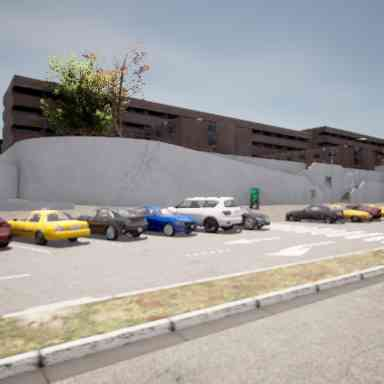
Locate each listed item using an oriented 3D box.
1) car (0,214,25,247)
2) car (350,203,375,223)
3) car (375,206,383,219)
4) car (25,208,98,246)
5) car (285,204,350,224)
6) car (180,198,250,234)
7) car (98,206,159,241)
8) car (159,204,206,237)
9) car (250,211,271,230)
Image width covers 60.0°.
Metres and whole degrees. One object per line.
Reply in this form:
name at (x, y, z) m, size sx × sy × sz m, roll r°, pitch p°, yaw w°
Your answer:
car at (-9.337, 1.525, 13.702) m, size 4.792 × 1.488 × 2.163 m, roll -1°, pitch -1°, yaw 35°
car at (12.699, 1.819, 29.160) m, size 5.366 × 1.575 × 1.946 m, roll -1°, pitch -2°, yaw 35°
car at (14.948, 1.902, 31.007) m, size 4.792 × 1.488 × 2.163 m, roll -1°, pitch -1°, yaw 35°
car at (-7.037, 1.522, 15.523) m, size 5.366 × 1.575 × 1.946 m, roll -1°, pitch -1°, yaw 35°
car at (10.118, 1.818, 27.528) m, size 4.674 × 1.452 × 2.002 m, roll -1°, pitch -1°, yaw 35°
car at (0.377, 1.367, 20.628) m, size 5.566 × 2.045 × 2.435 m, roll -1°, pitch -1°, yaw 35°
car at (-4.450, 1.555, 17.145) m, size 4.892 × 1.521 × 2.231 m, roll -1°, pitch -1°, yaw 35°
car at (-2.026, 1.585, 18.887) m, size 5.008 × 1.535 × 2.097 m, roll -1°, pitch -1°, yaw 35°
car at (2.830, 1.657, 22.352) m, size 4.892 × 1.521 × 2.231 m, roll -1°, pitch -2°, yaw 34°
